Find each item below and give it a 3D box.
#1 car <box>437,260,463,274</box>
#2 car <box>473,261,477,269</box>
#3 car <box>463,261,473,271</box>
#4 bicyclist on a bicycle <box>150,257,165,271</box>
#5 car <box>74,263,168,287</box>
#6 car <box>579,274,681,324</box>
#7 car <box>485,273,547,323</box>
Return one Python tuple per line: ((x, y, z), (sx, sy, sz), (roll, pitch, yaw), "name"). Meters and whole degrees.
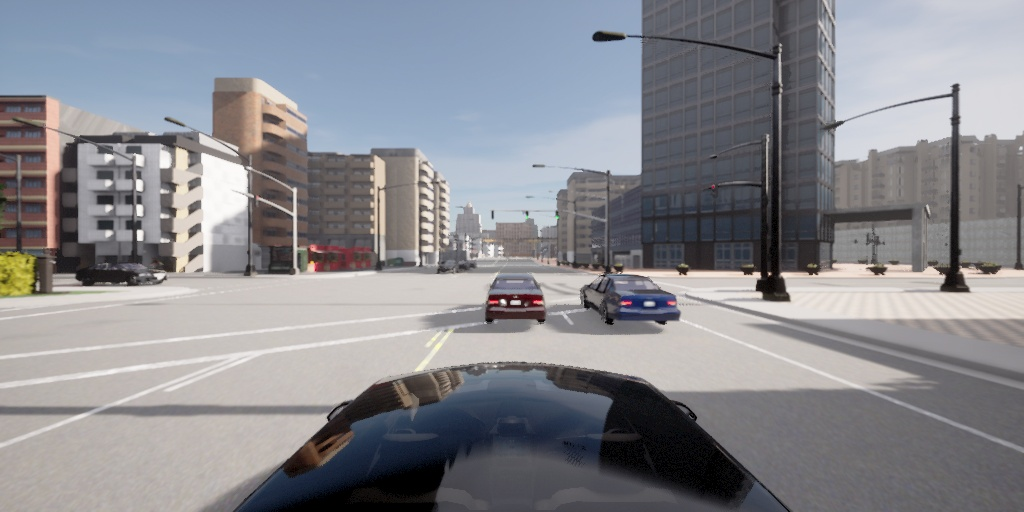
((-7.078, 1.203, 39.980), (1.837, 1.490, 4.892), (0, 0, 0), "car")
((-7.038, 1.451, 60.245), (1.895, 1.301, 4.718), (0, -1, 1), "car")
((-7.069, 1.360, 50.064), (1.895, 1.301, 4.718), (0, 0, 0), "car")
((-30.783, 0.942, 30.985), (0.582, 1.620, 1.656), (0, 0, 0), "bicyclist on a bicycle")
((-25.432, 1.173, 23.468), (4.902, 1.511, 2.128), (0, 0, 1), "car")
((3.597, 1.292, 11.908), (2.033, 1.411, 5.357), (0, 0, 0), "car")
((0.096, 1.290, 12.111), (2.033, 1.411, 5.357), (0, 0, 0), "car")
